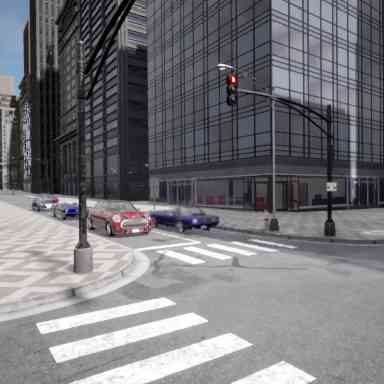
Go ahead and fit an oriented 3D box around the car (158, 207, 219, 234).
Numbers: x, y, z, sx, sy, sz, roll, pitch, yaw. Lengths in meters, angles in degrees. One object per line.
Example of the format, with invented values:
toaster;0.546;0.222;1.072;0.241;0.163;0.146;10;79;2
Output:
car;-0.650;1.456;18.563;1.895;1.301;4.718;-1;1;-34

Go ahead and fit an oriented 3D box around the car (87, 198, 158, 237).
car;-3.933;1.234;17.692;2.097;1.767;4.553;-1;1;-34

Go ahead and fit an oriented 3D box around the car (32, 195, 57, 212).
car;-15.425;1.180;34.669;2.128;1.511;4.902;-1;1;-34

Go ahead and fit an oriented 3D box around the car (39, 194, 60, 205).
car;-20.635;1.062;48.022;1.994;1.385;4.181;-1;1;-34

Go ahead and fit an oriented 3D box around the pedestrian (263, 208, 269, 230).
pedestrian;3.892;1.374;17.276;0.500;1.100;0.500;0;0;-34

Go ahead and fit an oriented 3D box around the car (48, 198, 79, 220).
car;-9.607;1.390;26.075;1.895;1.301;4.718;-1;1;-34
